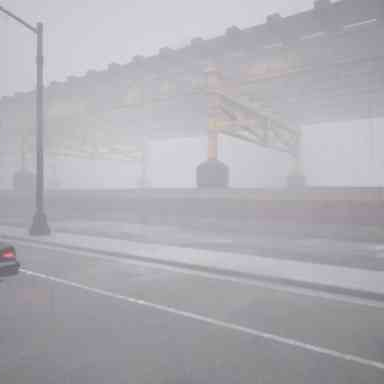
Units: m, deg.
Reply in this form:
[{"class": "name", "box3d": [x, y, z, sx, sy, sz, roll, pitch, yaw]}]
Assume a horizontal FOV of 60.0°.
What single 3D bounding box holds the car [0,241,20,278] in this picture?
[{"class": "car", "box3d": [-6.640, 1.545, 8.734, 5.357, 1.411, 2.033, 0, 0, 35]}]
